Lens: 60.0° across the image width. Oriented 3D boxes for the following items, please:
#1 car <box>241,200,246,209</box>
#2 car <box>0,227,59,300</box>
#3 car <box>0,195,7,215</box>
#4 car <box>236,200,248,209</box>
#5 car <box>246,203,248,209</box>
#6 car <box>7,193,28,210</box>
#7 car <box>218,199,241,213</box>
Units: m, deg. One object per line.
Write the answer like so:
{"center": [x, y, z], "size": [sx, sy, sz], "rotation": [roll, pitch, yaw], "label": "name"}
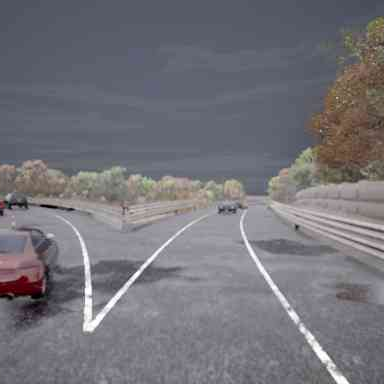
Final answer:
{"center": [7.391, 2.007, 54.269], "size": [1.837, 1.490, 4.892], "rotation": [0, -2, 11], "label": "car"}
{"center": [-4.458, 1.550, 8.179], "size": [1.994, 1.385, 4.181], "rotation": [0, 0, -17], "label": "car"}
{"center": [-19.317, 1.160, 31.907], "size": [2.150, 2.045, 5.566], "rotation": [0, 0, -31], "label": "car"}
{"center": [10.575, 2.659, 69.602], "size": [2.097, 1.767, 4.553], "rotation": [0, -4, 13], "label": "car"}
{"center": [8.737, 2.185, 61.041], "size": [2.097, 1.767, 4.553], "rotation": [0, -3, 12], "label": "car"}
{"center": [-22.783, 1.152, 42.937], "size": [2.150, 2.045, 5.566], "rotation": [0, 0, -37], "label": "car"}
{"center": [4.030, 1.656, 36.802], "size": [1.895, 1.301, 4.718], "rotation": [0, 0, 11], "label": "car"}
